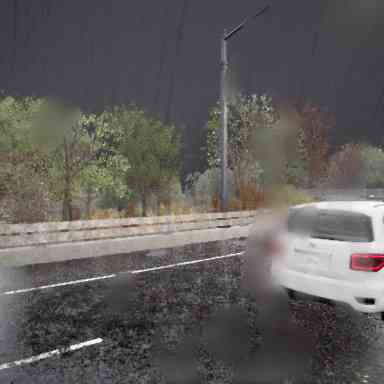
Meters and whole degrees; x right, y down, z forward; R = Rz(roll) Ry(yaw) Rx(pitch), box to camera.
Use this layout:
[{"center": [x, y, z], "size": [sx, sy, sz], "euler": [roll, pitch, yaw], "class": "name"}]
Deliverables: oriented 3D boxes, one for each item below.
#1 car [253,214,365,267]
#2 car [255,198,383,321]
[{"center": [4.450, 1.600, 12.249], "size": [4.718, 1.301, 1.895], "euler": [0, 0, -42], "class": "car"}, {"center": [4.026, 1.221, 7.212], "size": [5.566, 2.045, 2.150], "euler": [0, 0, -40], "class": "car"}]
